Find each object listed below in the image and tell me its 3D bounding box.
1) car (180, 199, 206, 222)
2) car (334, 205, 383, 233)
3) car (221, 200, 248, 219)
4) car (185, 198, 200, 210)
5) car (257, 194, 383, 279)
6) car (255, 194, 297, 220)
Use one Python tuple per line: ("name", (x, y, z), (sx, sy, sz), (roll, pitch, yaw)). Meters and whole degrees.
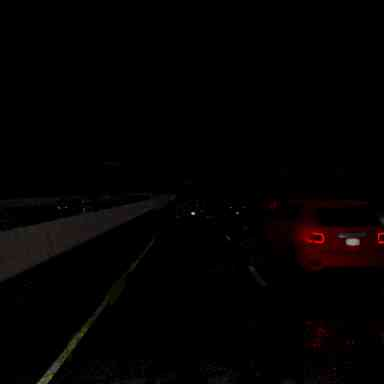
("car", (0.072, 1.526, 26.269), (1.994, 1.385, 4.181), (0, 0, 0))
("car", (10.582, 1.569, 20.270), (1.895, 1.301, 4.718), (0, 0, 0))
("car", (3.574, 1.450, 28.556), (2.128, 1.511, 4.902), (0, 0, 0))
("car", (0.041, 1.539, 43.002), (1.895, 1.301, 4.718), (0, 0, 0))
("car", (3.590, 1.206, 10.114), (2.150, 2.045, 5.566), (0, 0, 0))
("car", (7.074, 1.179, 28.646), (2.150, 2.045, 5.566), (0, 0, 0))
